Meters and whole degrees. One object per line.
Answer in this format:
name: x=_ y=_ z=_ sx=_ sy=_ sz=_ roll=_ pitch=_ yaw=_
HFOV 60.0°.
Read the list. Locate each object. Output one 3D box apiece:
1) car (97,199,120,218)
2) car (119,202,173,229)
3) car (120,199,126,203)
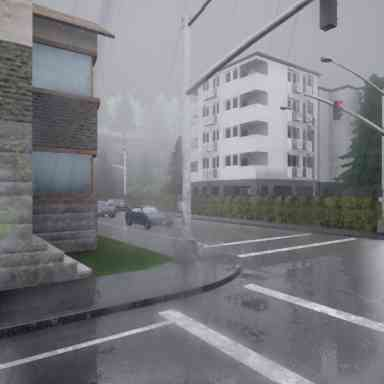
car: x=-8.910 y=1.528 z=31.450 sx=2.097 sy=1.767 sz=4.553 roll=0 pitch=0 yaw=-35
car: x=-3.128 y=1.702 z=23.316 sx=1.812 sy=1.442 sz=4.674 roll=0 pitch=0 yaw=-36
car: x=-8.777 y=1.528 z=37.599 sx=2.097 sy=1.767 sz=4.553 roll=0 pitch=0 yaw=-35
